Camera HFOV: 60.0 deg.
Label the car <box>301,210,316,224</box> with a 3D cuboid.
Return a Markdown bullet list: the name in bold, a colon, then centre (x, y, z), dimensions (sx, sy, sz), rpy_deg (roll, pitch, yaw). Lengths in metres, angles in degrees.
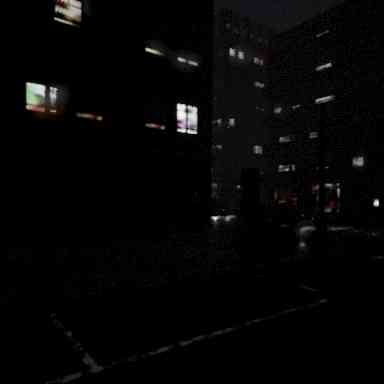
- **car**: centre (6.958, 1.554, 24.903), dimensions (1.812, 1.442, 4.674), rpy_deg (1, 0, -37)

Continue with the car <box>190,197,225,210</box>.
- **car**: centre (1.908, 1.422, 41.669), dimensions (2.008, 1.369, 4.403), rpy_deg (2, 0, -36)

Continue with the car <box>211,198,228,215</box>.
- **car**: centre (1.463, 1.402, 32.425), dimensions (1.837, 1.490, 4.892), rpy_deg (1, 0, -36)

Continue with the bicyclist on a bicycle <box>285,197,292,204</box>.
- **bicyclist on a bicycle**: centre (10.193, 1.350, 35.280), dimensions (1.656, 1.620, 0.582), rpy_deg (1, 0, -36)

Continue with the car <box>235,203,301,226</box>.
- **car**: centre (4.941, 1.548, 23.259), dimensions (2.008, 1.369, 4.403), rpy_deg (2, 0, -36)
